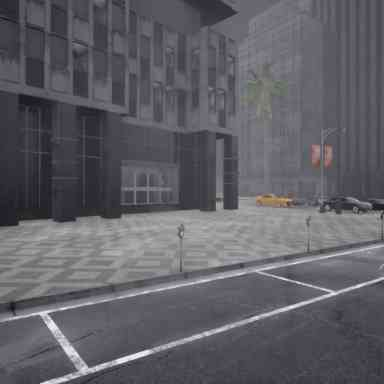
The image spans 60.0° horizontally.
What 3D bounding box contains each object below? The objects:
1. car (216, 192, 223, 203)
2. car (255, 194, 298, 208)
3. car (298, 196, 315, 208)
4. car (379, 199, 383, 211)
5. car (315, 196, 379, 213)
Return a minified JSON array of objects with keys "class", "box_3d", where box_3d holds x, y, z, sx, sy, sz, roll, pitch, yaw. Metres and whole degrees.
[{"class":"car","box_3d":[2.622,0.931,50.157,1.895,1.301,4.718,0,1,-35]},{"class":"car","box_3d":[9.778,1.020,40.060,1.882,1.535,5.008,0,1,-35]},{"class":"car","box_3d":[13.498,1.145,40.440,1.994,1.385,4.181,0,1,-35]},{"class":"car","box_3d":[18.631,1.338,33.219,1.895,1.301,4.718,0,1,-36]},{"class":"car","box_3d":[15.073,1.208,32.602,1.837,1.490,4.892,0,1,-35]}]
